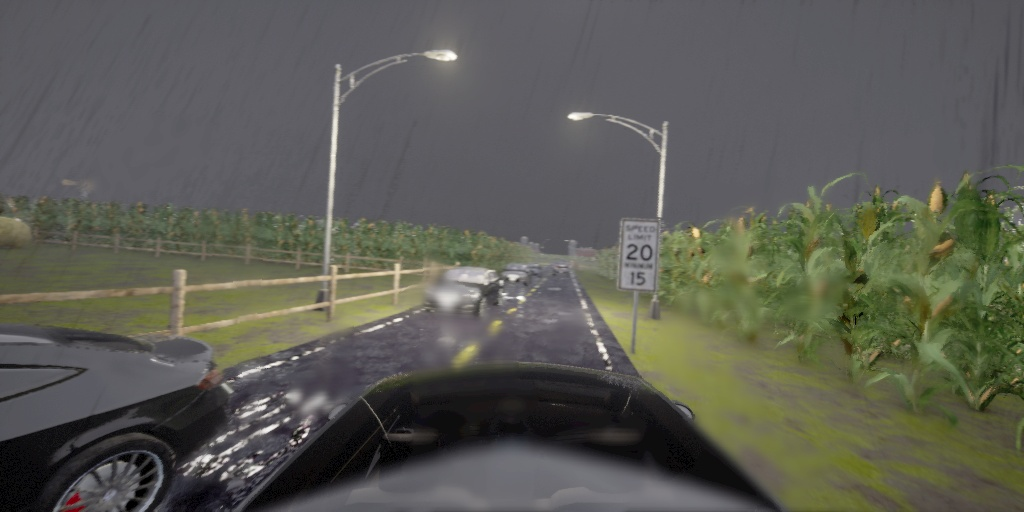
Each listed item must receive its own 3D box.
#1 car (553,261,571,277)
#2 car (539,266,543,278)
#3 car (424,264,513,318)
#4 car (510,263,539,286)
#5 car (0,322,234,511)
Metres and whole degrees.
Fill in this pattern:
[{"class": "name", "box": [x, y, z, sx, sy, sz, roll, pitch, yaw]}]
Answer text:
[{"class": "car", "box": [5.675, 1.564, 41.025, 2.128, 1.511, 4.902, 3, 0, 8]}, {"class": "car", "box": [2.071, 1.423, 36.519, 1.994, 1.385, 4.181, 3, 0, 9]}, {"class": "car", "box": [-1.500, 1.148, 12.735, 2.128, 1.511, 4.902, 3, 0, 8]}, {"class": "car", "box": [0.425, 1.261, 25.660, 2.128, 1.511, 4.902, 3, 0, 9]}, {"class": "car", "box": [-3.692, 1.053, 1.262, 1.812, 1.442, 4.674, 4, 0, 16]}]
